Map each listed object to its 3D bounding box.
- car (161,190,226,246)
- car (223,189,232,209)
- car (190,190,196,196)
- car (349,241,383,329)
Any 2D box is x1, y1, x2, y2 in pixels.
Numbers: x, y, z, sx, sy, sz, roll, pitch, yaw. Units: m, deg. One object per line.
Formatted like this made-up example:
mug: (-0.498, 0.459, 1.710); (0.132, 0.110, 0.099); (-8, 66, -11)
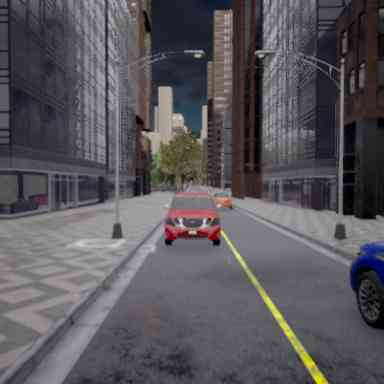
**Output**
car: (0.033, 1.042, 14.600); (2.150, 2.045, 5.566); (0, 1, 0)
car: (3.177, 0.899, 36.902); (2.097, 1.767, 4.553); (0, 1, 0)
car: (0.233, 0.197, 93.617); (1.812, 1.442, 4.674); (0, 1, 0)
car: (3.906, 1.187, 3.638); (2.150, 2.045, 5.566); (0, 1, 0)
